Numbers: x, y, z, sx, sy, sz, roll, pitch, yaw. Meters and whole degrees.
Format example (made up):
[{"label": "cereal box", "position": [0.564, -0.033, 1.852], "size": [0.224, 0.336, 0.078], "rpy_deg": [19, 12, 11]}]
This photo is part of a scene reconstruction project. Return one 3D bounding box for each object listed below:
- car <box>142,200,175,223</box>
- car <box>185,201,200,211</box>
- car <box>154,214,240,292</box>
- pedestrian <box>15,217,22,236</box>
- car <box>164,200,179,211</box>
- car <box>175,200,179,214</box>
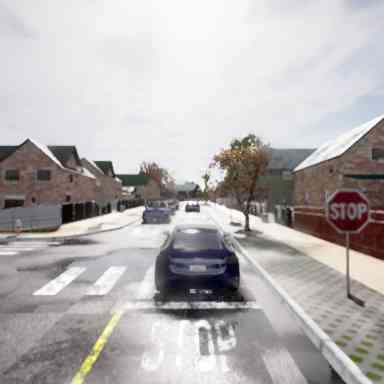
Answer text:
[{"label": "car", "position": [-2.851, 1.566, 27.666], "size": [2.097, 1.767, 4.553], "rpy_deg": [0, 0, 0]}, {"label": "car", "position": [0.083, 1.954, 46.163], "size": [1.994, 1.385, 4.181], "rpy_deg": [0, -1, 0]}, {"label": "car", "position": [0.121, 1.573, 9.124], "size": [1.994, 1.385, 4.181], "rpy_deg": [1, 1, 0]}, {"label": "pedestrian", "position": [-9.912, 1.946, 19.003], "size": [0.500, 1.100, 0.500], "rpy_deg": [0, -2, 5]}, {"label": "car", "position": [-2.844, 1.887, 48.066], "size": [1.882, 1.535, 5.008], "rpy_deg": [0, -1, 0]}, {"label": "car", "position": [-2.847, 1.810, 37.770], "size": [1.837, 1.490, 4.892], "rpy_deg": [0, 0, 0]}]
